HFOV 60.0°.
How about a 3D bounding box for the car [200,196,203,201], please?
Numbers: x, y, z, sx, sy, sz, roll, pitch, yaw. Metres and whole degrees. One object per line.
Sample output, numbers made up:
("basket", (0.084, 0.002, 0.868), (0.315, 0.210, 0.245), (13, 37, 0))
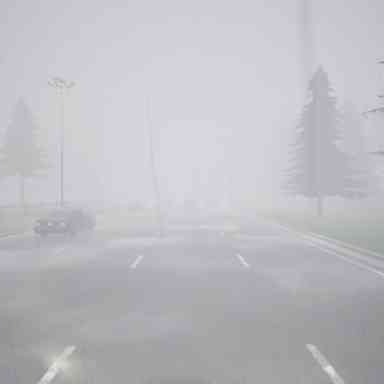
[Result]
("car", (2.888, 1.800, 89.267), (1.812, 1.442, 4.674), (0, 0, 0))

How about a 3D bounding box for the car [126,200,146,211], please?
("car", (-7.247, 1.731, 43.261), (2.033, 1.411, 5.357), (0, 0, 0))

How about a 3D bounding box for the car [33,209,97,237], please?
("car", (-7.020, 1.649, 18.943), (2.033, 1.411, 5.357), (0, 0, 0))

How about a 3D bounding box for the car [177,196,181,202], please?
("car", (-4.119, 1.797, 90.226), (1.882, 1.535, 5.008), (0, 0, 0))

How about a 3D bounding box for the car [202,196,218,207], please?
("car", (3.133, 1.638, 54.319), (1.882, 1.535, 5.008), (0, 0, 0))

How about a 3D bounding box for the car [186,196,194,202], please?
("car", (-0.615, 1.837, 89.600), (2.033, 1.411, 5.357), (0, 0, 0))

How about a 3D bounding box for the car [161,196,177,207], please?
("car", (-3.868, 1.726, 54.313), (1.812, 1.442, 4.674), (0, 0, 0))

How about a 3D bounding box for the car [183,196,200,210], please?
("car", (-0.250, 1.661, 46.535), (1.837, 1.490, 4.892), (0, 0, 0))
